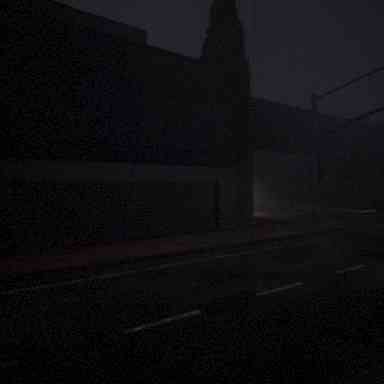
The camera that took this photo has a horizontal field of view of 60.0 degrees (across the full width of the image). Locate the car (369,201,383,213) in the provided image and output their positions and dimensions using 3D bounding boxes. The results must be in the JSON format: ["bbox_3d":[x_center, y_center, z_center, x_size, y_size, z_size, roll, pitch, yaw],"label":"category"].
[{"bbox_3d":[17.599,1.085,28.313,1.812,1.442,4.674,0,0,-31],"label":"car"}]

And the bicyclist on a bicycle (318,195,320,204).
[{"bbox_3d":[16.228,0.753,43.282,1.656,1.620,0.582,-1,1,-37],"label":"bicyclist on a bicycle"}]
